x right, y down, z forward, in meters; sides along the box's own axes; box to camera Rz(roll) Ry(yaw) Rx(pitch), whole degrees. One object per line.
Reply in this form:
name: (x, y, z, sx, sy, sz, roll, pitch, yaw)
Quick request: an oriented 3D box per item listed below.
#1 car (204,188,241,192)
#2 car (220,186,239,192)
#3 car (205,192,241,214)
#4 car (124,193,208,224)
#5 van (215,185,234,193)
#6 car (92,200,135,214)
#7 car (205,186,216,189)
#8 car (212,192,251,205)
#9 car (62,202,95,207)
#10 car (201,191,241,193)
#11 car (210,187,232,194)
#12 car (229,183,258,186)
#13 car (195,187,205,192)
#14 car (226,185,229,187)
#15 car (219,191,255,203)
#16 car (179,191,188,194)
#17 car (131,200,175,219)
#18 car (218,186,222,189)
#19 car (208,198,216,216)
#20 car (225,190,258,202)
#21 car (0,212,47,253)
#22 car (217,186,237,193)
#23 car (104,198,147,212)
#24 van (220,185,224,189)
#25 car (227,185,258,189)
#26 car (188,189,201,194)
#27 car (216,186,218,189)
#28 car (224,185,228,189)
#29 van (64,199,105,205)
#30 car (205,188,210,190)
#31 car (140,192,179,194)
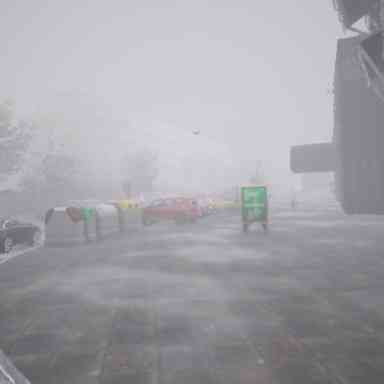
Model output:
car: (4.335, 0.846, 42.215, 4.553, 1.767, 2.185, -3, 2, 21)
car: (10.481, -0.800, 92.606, 4.892, 1.521, 2.231, -3, 2, 21)
car: (2.379, 1.234, 36.685, 5.366, 1.575, 1.946, -3, 2, 21)
car: (-2.013, 1.460, 25.887, 5.566, 2.045, 2.435, -3, 1, 21)
van: (8.569, -0.773, 87.350, 4.442, 1.987, 1.878, -3, 2, 21)
car: (-9.546, 1.825, 40.511, 4.674, 1.452, 2.002, -3, 2, 21)
car: (1.425, 0.113, 69.166, 5.566, 2.045, 2.435, -3, 2, 21)
car: (5.394, 0.865, 44.960, 4.792, 1.488, 2.163, -3, 2, 21)
car: (-12.550, 2.141, 32.680, 4.892, 1.521, 2.231, -3, 1, 21)
car: (3.310, 1.104, 39.605, 4.892, 1.521, 2.231, -3, 2, 21)
car: (7.432, -0.408, 84.675, 5.008, 1.535, 2.097, -3, 2, 21)
car: (9.590, 0.041, 55.912, 5.566, 2.045, 2.435, -3, 2, 21)
car: (-0.573, 0.497, 63.962, 4.553, 1.767, 2.185, -3, 2, 21)
car: (6.435, -0.408, 82.195, 4.553, 1.767, 2.185, -3, 2, 21)
car: (6.418, 0.741, 47.712, 4.674, 1.452, 2.002, -3, 2, 21)
car: (-3.621, 0.891, 56.031, 4.553, 1.767, 2.185, -3, 2, 21)
car: (-3.835, 1.727, 33.808, 2.033, 1.411, 5.357, -3, 2, 21)
car: (3.442, 0.135, 74.383, 4.792, 1.488, 2.163, -3, 2, 21)
car: (-0.911, 1.620, 28.626, 5.008, 1.535, 2.097, -3, 1, 21)
car: (7.516, 0.599, 50.568, 4.674, 1.452, 2.002, -3, 2, 21)
car: (-9.026, 1.981, 16.020, 2.128, 1.511, 4.902, -2, -1, -2)
car: (9.468, -0.671, 90.005, 4.892, 1.521, 2.231, -3, 2, 21)
car: (-8.584, 1.662, 42.996, 4.892, 1.521, 2.231, -3, 2, 21)
van: (4.347, -0.246, 77.015, 4.442, 1.987, 1.878, -3, 2, 21)
car: (8.533, 0.299, 53.314, 4.553, 1.767, 2.185, -3, 2, 21)
car: (-1.509, 0.779, 61.337, 4.792, 1.488, 2.163, -3, 2, 21)
car: (2.488, 0.107, 71.754, 4.553, 1.767, 2.185, -3, 2, 21)
car: (5.474, -0.115, 79.584, 4.674, 1.452, 2.002, -3, 2, 21)
van: (-11.452, 1.807, 35.254, 4.442, 1.987, 1.878, -3, 1, 21)
car: (0.439, 0.523, 66.571, 4.792, 1.488, 2.163, -3, 2, 21)
car: (-5.530, 1.016, 50.912, 5.566, 2.045, 2.435, -3, 2, 21)
